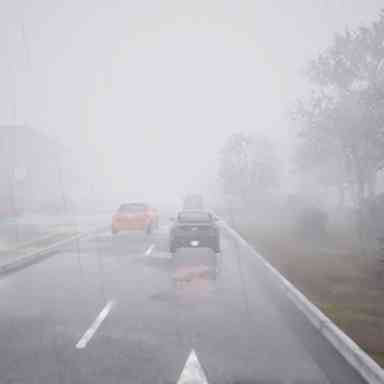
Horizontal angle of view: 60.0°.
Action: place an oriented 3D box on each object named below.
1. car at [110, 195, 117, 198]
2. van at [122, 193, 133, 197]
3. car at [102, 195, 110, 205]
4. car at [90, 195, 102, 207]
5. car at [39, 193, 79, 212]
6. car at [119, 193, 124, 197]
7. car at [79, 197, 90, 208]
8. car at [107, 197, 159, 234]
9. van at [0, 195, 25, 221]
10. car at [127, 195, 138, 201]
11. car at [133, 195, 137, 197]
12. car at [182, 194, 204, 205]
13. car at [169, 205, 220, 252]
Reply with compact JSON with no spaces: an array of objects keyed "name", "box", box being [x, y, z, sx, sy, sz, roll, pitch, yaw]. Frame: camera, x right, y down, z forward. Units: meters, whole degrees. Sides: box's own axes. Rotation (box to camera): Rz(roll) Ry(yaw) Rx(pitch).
[{"name":"car","box":[-15.511,1.319,60.191,2.185,1.767,4.553,0,0,0]},{"name":"van","box":[-15.552,1.219,76.744,1.878,1.987,4.442,0,0,0]},{"name":"car","box":[-15.498,1.319,54.666,2.185,1.767,4.553,0,0,0]},{"name":"car","box":[-15.485,1.446,49.116,2.231,1.521,4.892,0,0,0]},{"name":"car","box":[-15.458,1.193,38.156,2.435,2.045,5.566,0,0,0]},{"name":"car","box":[-15.526,1.485,65.813,2.002,1.452,4.674,0,0,0]},{"name":"car","box":[-15.471,1.444,43.590,2.097,1.535,5.008,0,0,0]},{"name":"car","box":[-3.150,1.348,19.285,2.097,1.767,4.553,0,0,0]},{"name":"van","box":[-15.430,1.219,26.893,1.878,1.987,4.442,0,0,0]},{"name":"car","box":[-15.598,1.486,87.852,2.002,1.452,4.674,-2,0,0]},{"name":"car","box":[-15.567,1.475,82.356,2.163,1.488,4.792,0,0,0]},{"name":"car","box":[0.100,1.214,36.841,2.150,2.045,5.566,0,0,0]},{"name":"car","box":[0.099,1.502,13.867,1.837,1.490,4.892,0,0,0]}]
